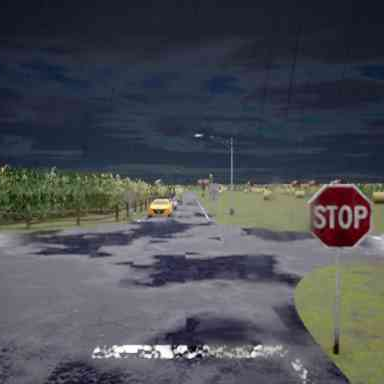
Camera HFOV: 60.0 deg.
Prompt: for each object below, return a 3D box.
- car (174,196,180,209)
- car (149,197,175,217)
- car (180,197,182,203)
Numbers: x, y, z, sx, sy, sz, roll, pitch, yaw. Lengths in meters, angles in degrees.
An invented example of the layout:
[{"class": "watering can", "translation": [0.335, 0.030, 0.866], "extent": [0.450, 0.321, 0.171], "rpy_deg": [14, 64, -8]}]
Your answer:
[{"class": "car", "translation": [-2.893, 1.538, 43.036], "extent": [1.895, 1.301, 4.718], "rpy_deg": [0, 0, 0]}, {"class": "car", "translation": [-2.873, 1.439, 31.256], "extent": [1.882, 1.535, 5.008], "rpy_deg": [0, 0, 0]}, {"class": "car", "translation": [-2.859, 1.443, 63.430], "extent": [1.994, 1.385, 4.181], "rpy_deg": [0, 0, 0]}]
